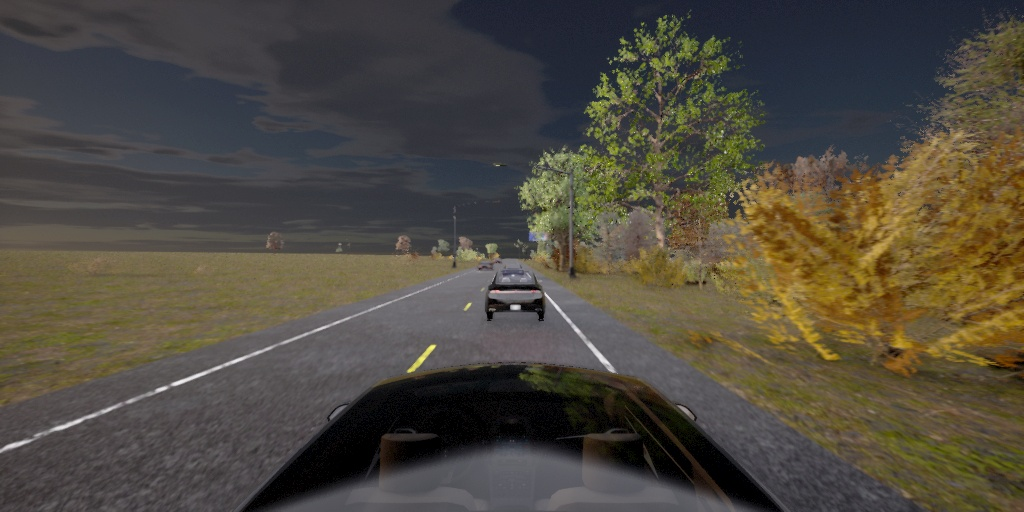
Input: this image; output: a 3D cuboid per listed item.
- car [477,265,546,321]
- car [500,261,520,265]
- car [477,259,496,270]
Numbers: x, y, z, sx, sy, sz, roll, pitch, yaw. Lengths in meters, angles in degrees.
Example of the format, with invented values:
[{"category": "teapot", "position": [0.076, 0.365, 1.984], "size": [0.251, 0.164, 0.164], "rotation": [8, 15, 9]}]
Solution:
[{"category": "car", "position": [0.100, 1.244, 12.578], "size": [2.128, 1.511, 4.902], "rotation": [0, 0, 0]}, {"category": "car", "position": [0.099, 1.359, 32.516], "size": [1.895, 1.301, 4.718], "rotation": [0, 0, 0]}, {"category": "car", "position": [-3.579, 1.331, 48.726], "size": [1.994, 1.385, 4.181], "rotation": [0, 0, 0]}]
